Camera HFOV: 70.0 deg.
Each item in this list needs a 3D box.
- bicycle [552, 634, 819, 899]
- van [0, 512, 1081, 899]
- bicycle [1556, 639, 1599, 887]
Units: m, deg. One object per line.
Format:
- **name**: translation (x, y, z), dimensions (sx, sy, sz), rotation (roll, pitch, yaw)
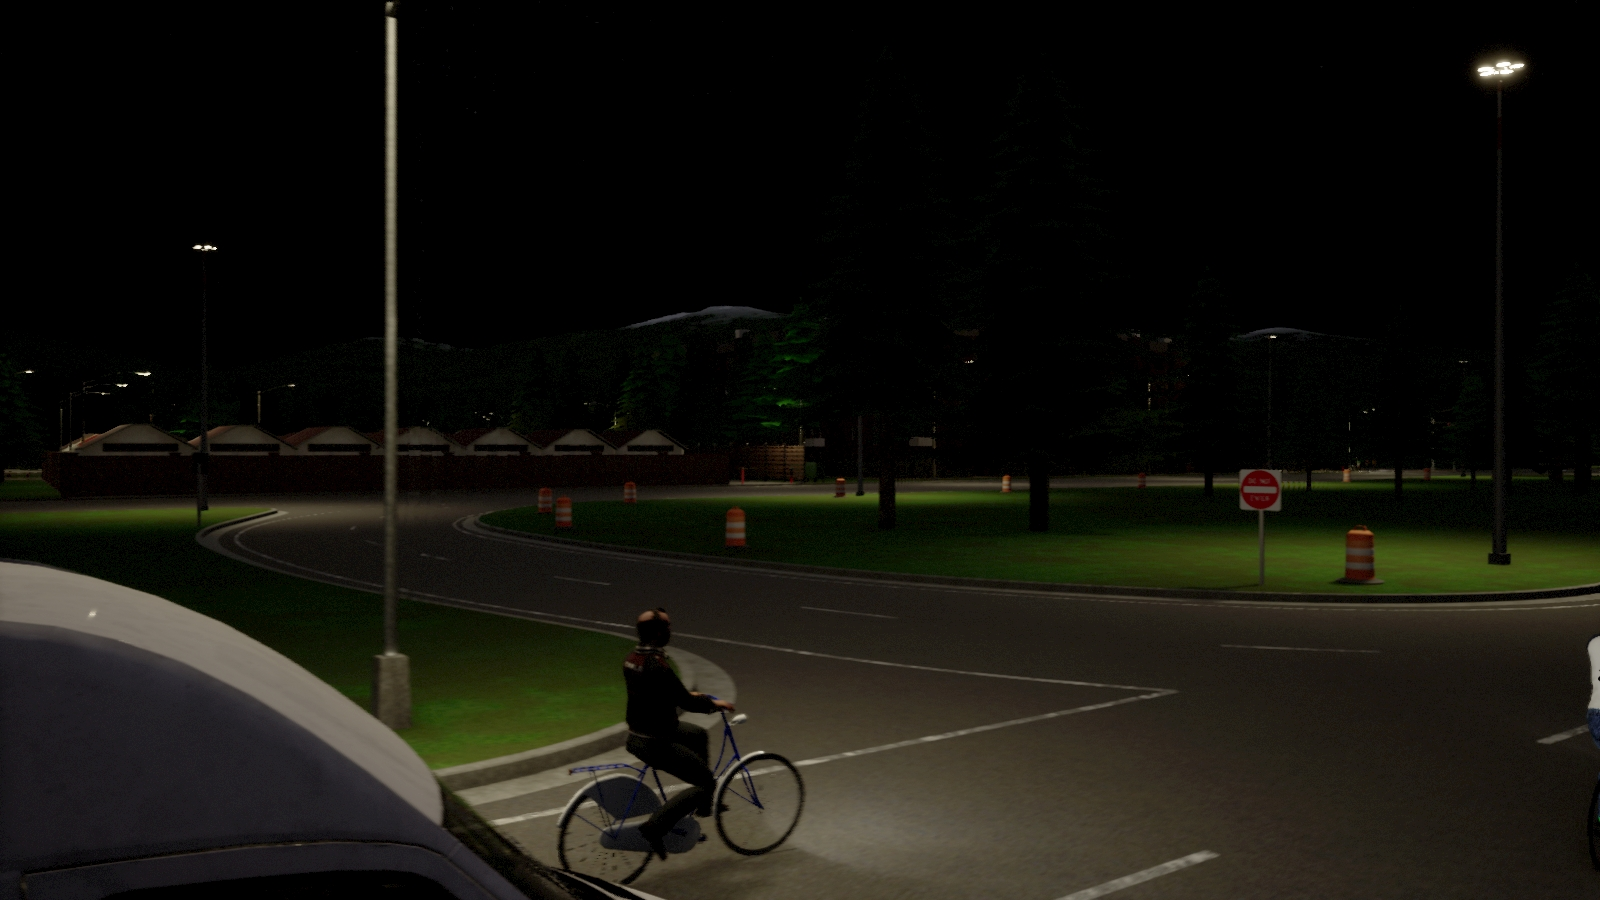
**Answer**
- **bicycle**: translation (-0.714, 2.062, 7.569), dimensions (1.835, 1.471, 0.329), rotation (0, 0, -35)
- **van**: translation (-2.226, 1.535, 2.216), dimensions (5.915, 2.561, 1.988), rotation (0, 0, -35)
- **bicycle**: translation (5.769, 2.060, 7.858), dimensions (1.643, 1.496, 0.373), rotation (0, 0, -35)
